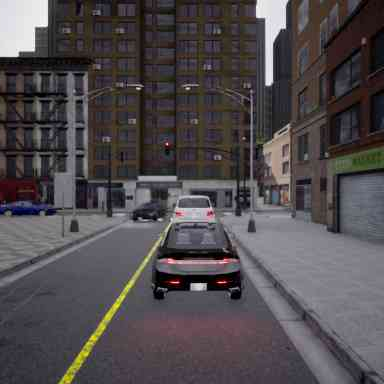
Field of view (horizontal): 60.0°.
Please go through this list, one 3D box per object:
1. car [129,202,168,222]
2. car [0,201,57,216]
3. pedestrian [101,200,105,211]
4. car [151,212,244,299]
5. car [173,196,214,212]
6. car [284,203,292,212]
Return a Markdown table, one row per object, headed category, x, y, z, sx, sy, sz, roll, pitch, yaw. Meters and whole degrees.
| category | x | y | z | sx | sy | sz | roll | pitch | yaw |
| --- | --- | --- | --- | --- | --- | --- | --- | --- | --- |
| car | -3.309 | 1.537 | 26.452 | 2.033 | 1.411 | 5.357 | 0 | 0 | 9 |
| car | -15.472 | 1.577 | 31.624 | 5.008 | 1.535 | 1.882 | 0 | 0 | -2 |
| pedestrian | -10.156 | 1.497 | 37.932 | 0.375 | 1.300 | 0.375 | 0 | 0 | -1 |
| car | 0.101 | 1.490 | 8.407 | 2.128 | 1.511 | 4.902 | 0 | 0 | 0 |
| car | 0.100 | 1.215 | 18.861 | 2.150 | 2.045 | 5.566 | 0 | 0 | 0 |
| car | 12.142 | 1.394 | 35.167 | 4.674 | 1.442 | 1.812 | -1 | 0 | -1 |
